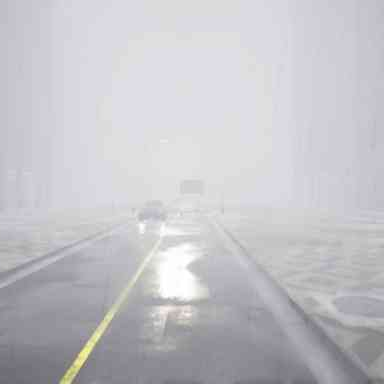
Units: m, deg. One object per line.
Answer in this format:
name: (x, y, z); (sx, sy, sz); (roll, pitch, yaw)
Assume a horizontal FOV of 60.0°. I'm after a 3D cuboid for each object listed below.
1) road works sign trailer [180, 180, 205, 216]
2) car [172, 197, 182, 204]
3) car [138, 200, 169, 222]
road works sign trailer: (0.000, 0.569, 33.306); (2.380, 3.560, 2.880); (0, 0, 0)
car: (-3.000, 1.705, 69.144); (1.882, 1.535, 5.008); (0, 0, 0)
car: (-3.097, 1.436, 27.284); (2.097, 1.767, 4.553); (0, 0, 0)
